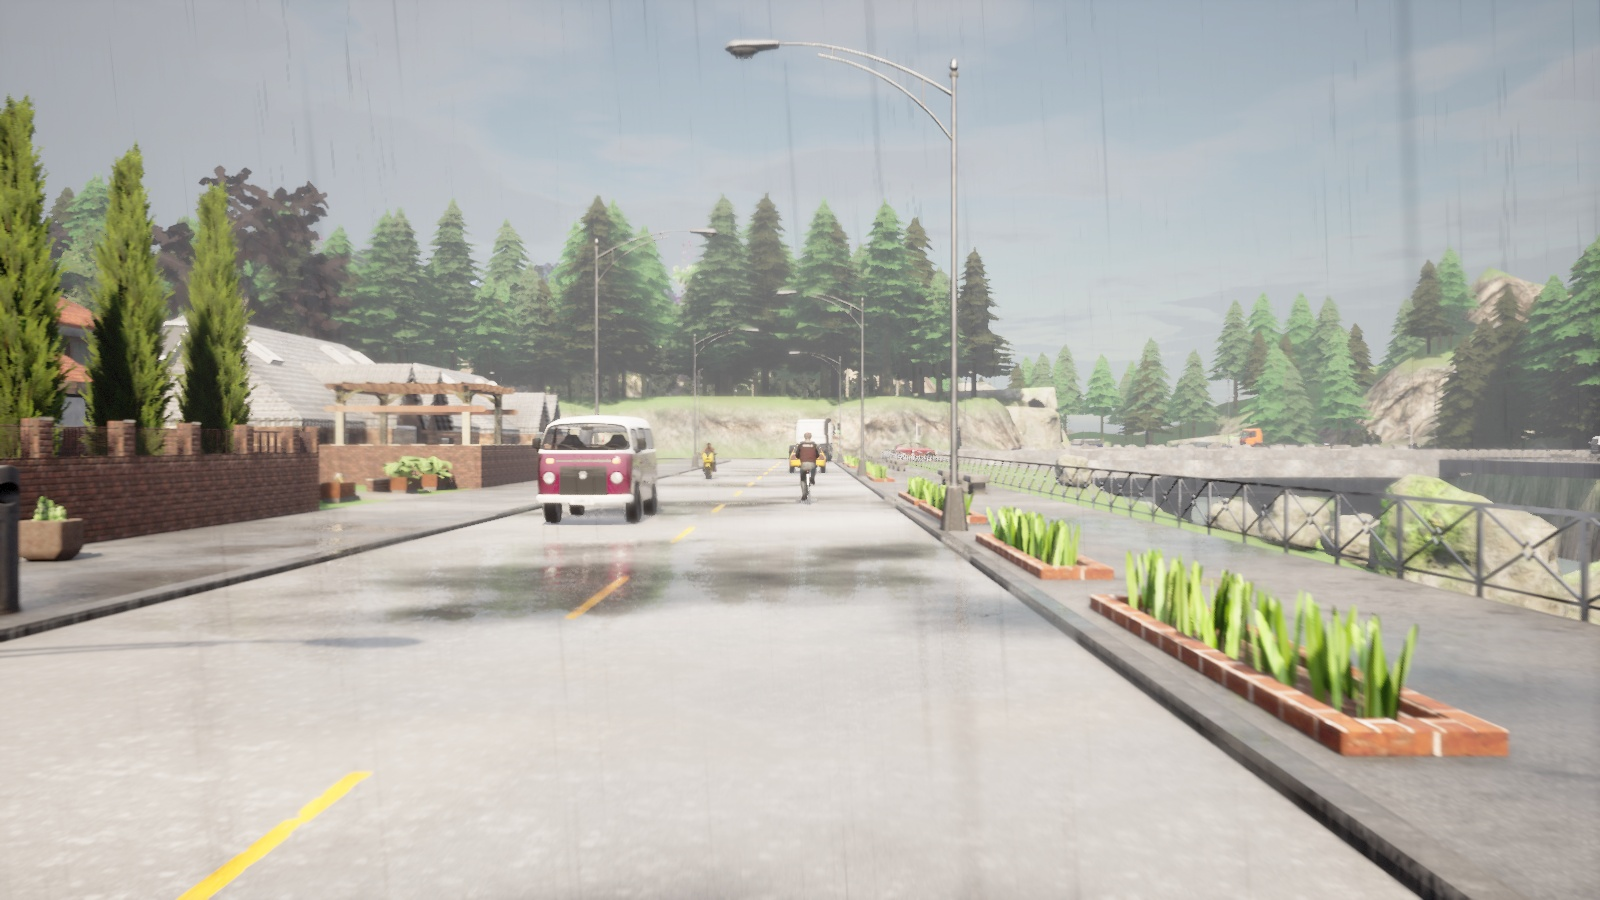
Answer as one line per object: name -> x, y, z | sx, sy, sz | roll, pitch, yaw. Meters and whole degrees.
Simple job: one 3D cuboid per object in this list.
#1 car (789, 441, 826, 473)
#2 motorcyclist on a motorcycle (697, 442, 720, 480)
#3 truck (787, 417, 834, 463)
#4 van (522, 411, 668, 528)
car -> 0.382, 0.327, 63.674 | 1.801, 1.575, 5.366 | 0, 0, 0
motorcyclist on a motorcycle -> -3.693, 0.439, 50.796 | 0.797, 1.523, 2.044 | 0, 0, 0
truck -> 0.912, -0.786, 97.888 | 2.891, 3.462, 7.936 | 0, 0, 6
van -> -3.845, 0.330, 24.307 | 2.069, 2.038, 4.480 | 0, 0, 0
